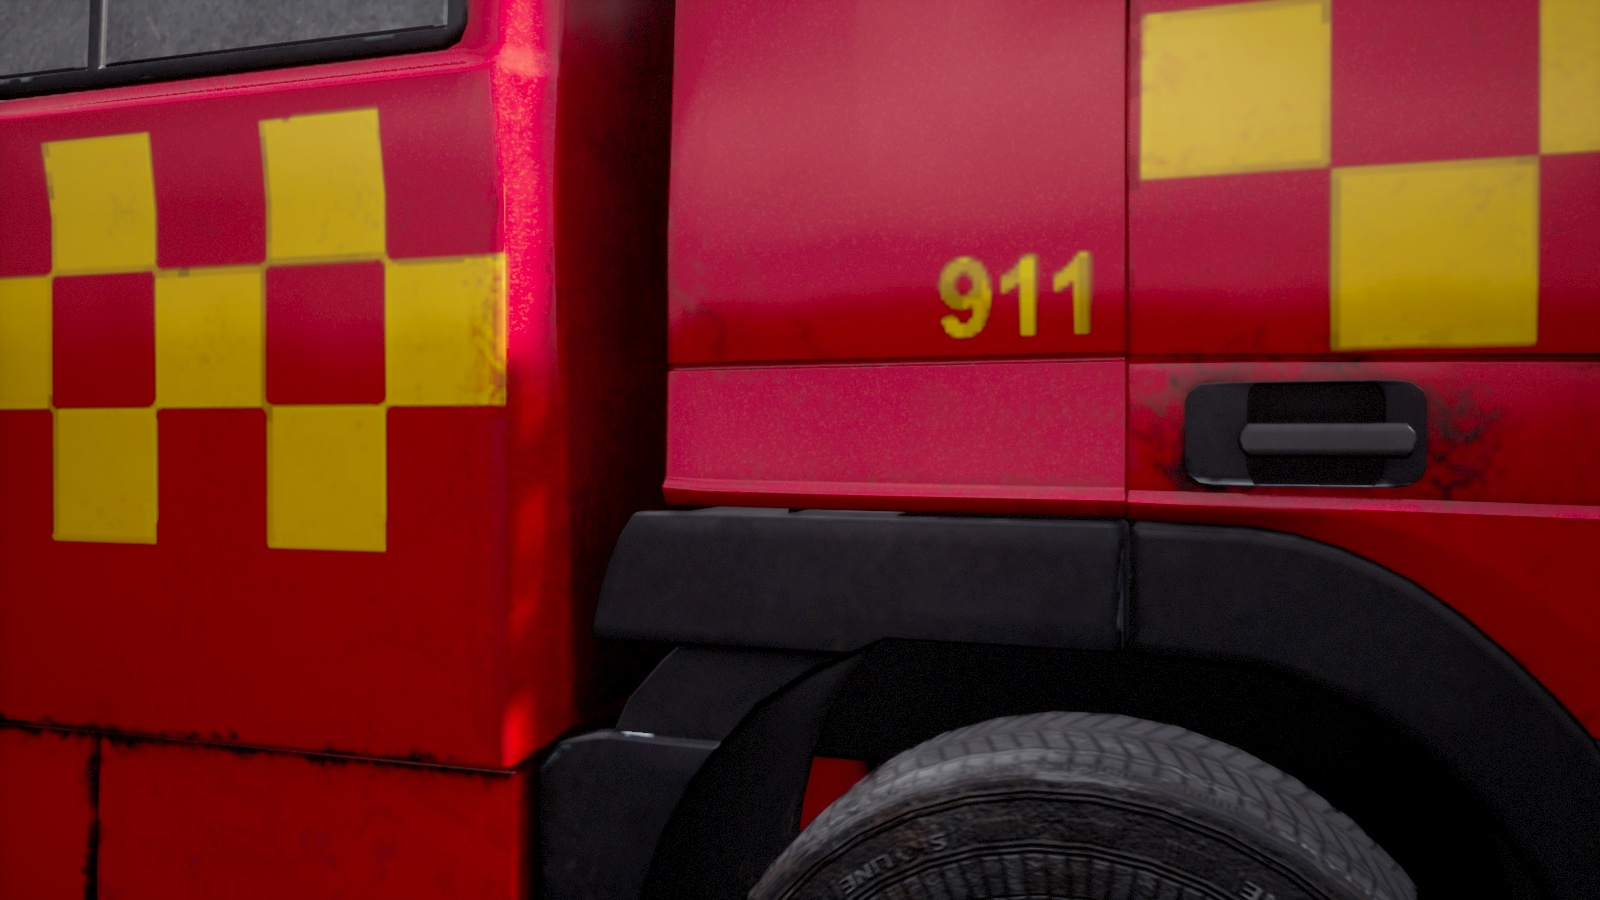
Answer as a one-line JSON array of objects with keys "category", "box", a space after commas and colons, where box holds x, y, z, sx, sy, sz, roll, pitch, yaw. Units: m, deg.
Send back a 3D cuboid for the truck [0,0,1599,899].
[{"category": "truck", "box": [-1.408, -0.406, 3.650, 8.468, 3.827, 2.891, 1, 1, 19]}]
